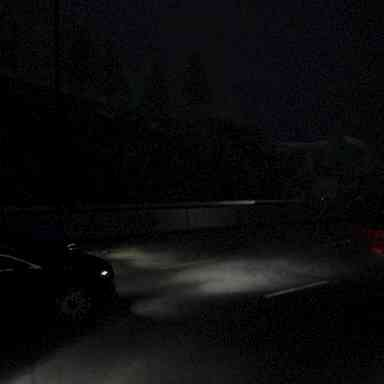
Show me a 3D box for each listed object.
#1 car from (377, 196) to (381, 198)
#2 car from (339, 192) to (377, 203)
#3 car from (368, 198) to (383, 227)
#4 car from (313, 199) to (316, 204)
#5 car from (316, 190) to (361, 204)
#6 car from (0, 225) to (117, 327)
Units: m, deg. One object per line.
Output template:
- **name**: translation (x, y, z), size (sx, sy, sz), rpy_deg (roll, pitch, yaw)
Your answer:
- **car**: translation (22.170, 1.212, 34.833), size (4.718, 1.301, 1.895), rpy_deg (-1, 0, -20)
- **car**: translation (19.615, 1.086, 37.576), size (5.008, 1.535, 1.882), rpy_deg (0, 0, -21)
- **car**: translation (12.854, 1.274, 19.148), size (4.902, 1.511, 2.128), rpy_deg (-1, 0, -26)
- **car**: translation (18.554, 1.068, 44.641), size (4.892, 1.490, 1.837), rpy_deg (-1, 0, -20)
- **car**: translation (18.573, 0.812, 40.957), size (5.566, 2.045, 2.150), rpy_deg (-1, 0, -21)
- **car**: translation (-3.685, 1.477, 5.324), size (4.902, 1.511, 2.128), rpy_deg (-1, 0, -35)
